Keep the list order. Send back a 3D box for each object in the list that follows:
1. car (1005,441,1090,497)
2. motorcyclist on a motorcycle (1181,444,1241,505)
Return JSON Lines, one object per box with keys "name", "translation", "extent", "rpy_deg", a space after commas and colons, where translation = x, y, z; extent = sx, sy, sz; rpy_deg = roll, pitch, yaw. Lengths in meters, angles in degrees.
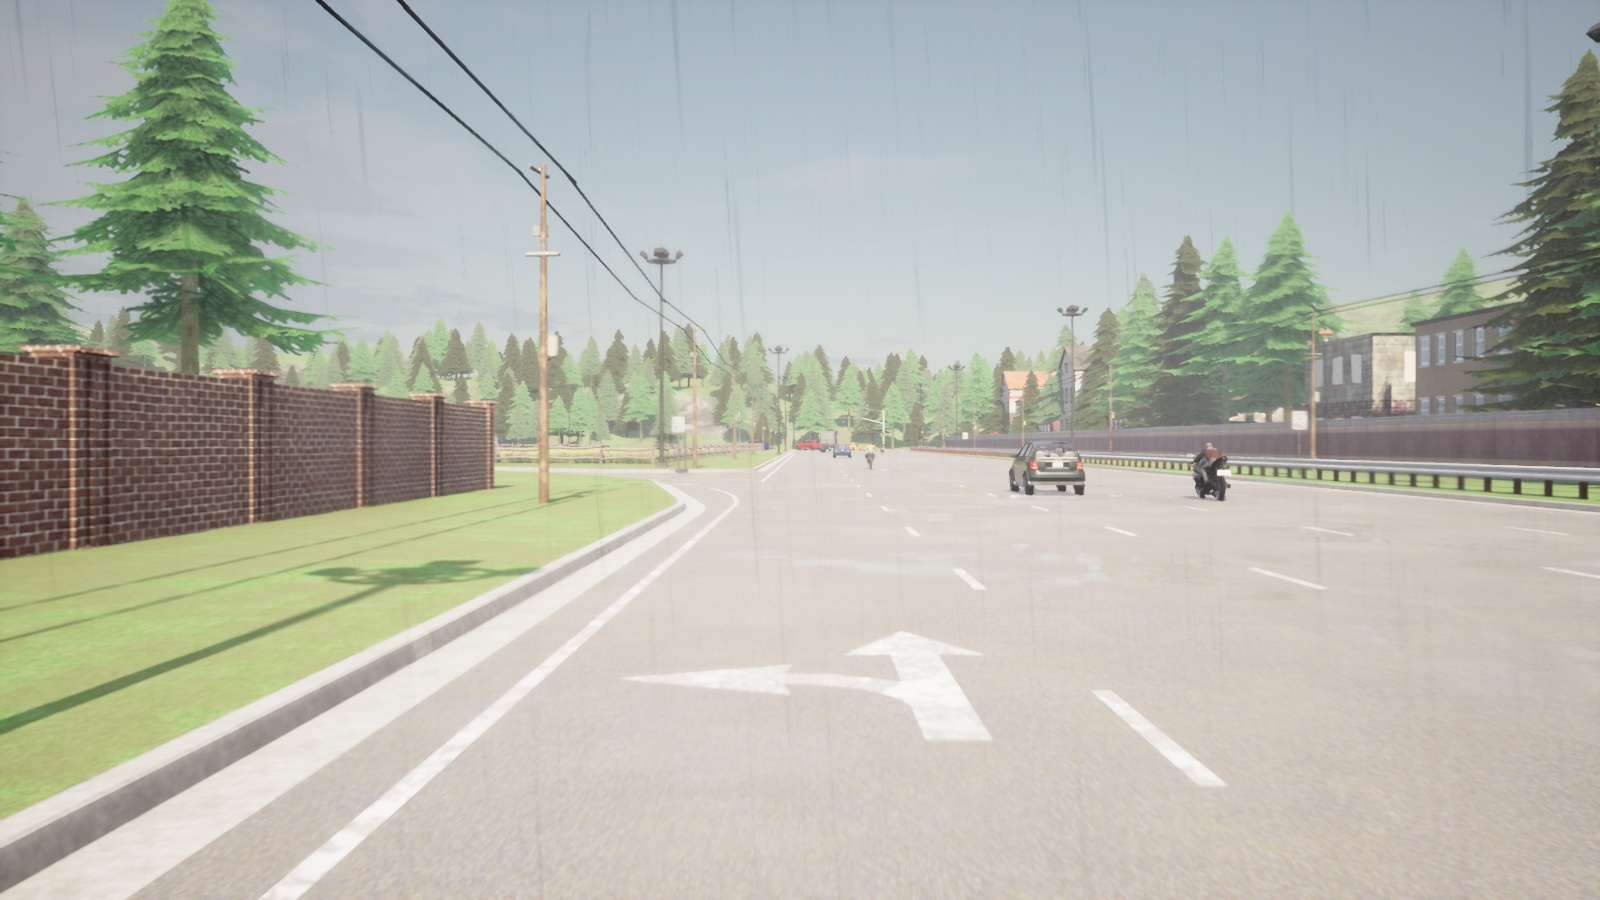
{"name": "car", "translation": [7.227, 0.521, 36.982], "extent": [1.789, 1.549, 3.705], "rpy_deg": [0, 0, 0]}
{"name": "motorcyclist on a motorcycle", "translation": [10.703, 0.605, 32.773], "extent": [0.866, 1.530, 2.191], "rpy_deg": [0, 0, 0]}
